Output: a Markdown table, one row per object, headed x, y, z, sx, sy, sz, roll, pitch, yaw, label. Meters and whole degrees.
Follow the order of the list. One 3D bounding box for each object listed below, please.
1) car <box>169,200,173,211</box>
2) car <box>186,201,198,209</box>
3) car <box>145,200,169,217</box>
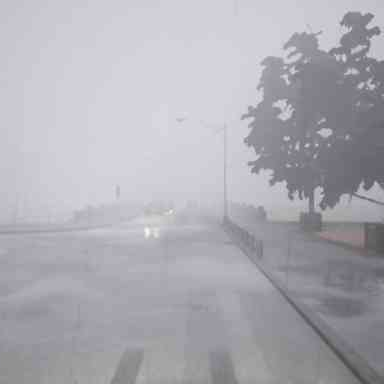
| x | y | z | sx | sy | sz | roll | pitch | yaw | label |
| --- | --- | --- | --- | --- | --- | --- | --- | --- | --- |
| -4.084 | 1.977 | 46.503 | 1.882 | 1.535 | 5.008 | 0 | -1 | 0 | car |
| 0.012 | 2.153 | 56.392 | 2.033 | 1.411 | 5.357 | 0 | -1 | 0 | car |
| -4.092 | 1.889 | 36.956 | 2.128 | 1.511 | 4.902 | 0 | -1 | 0 | car |
